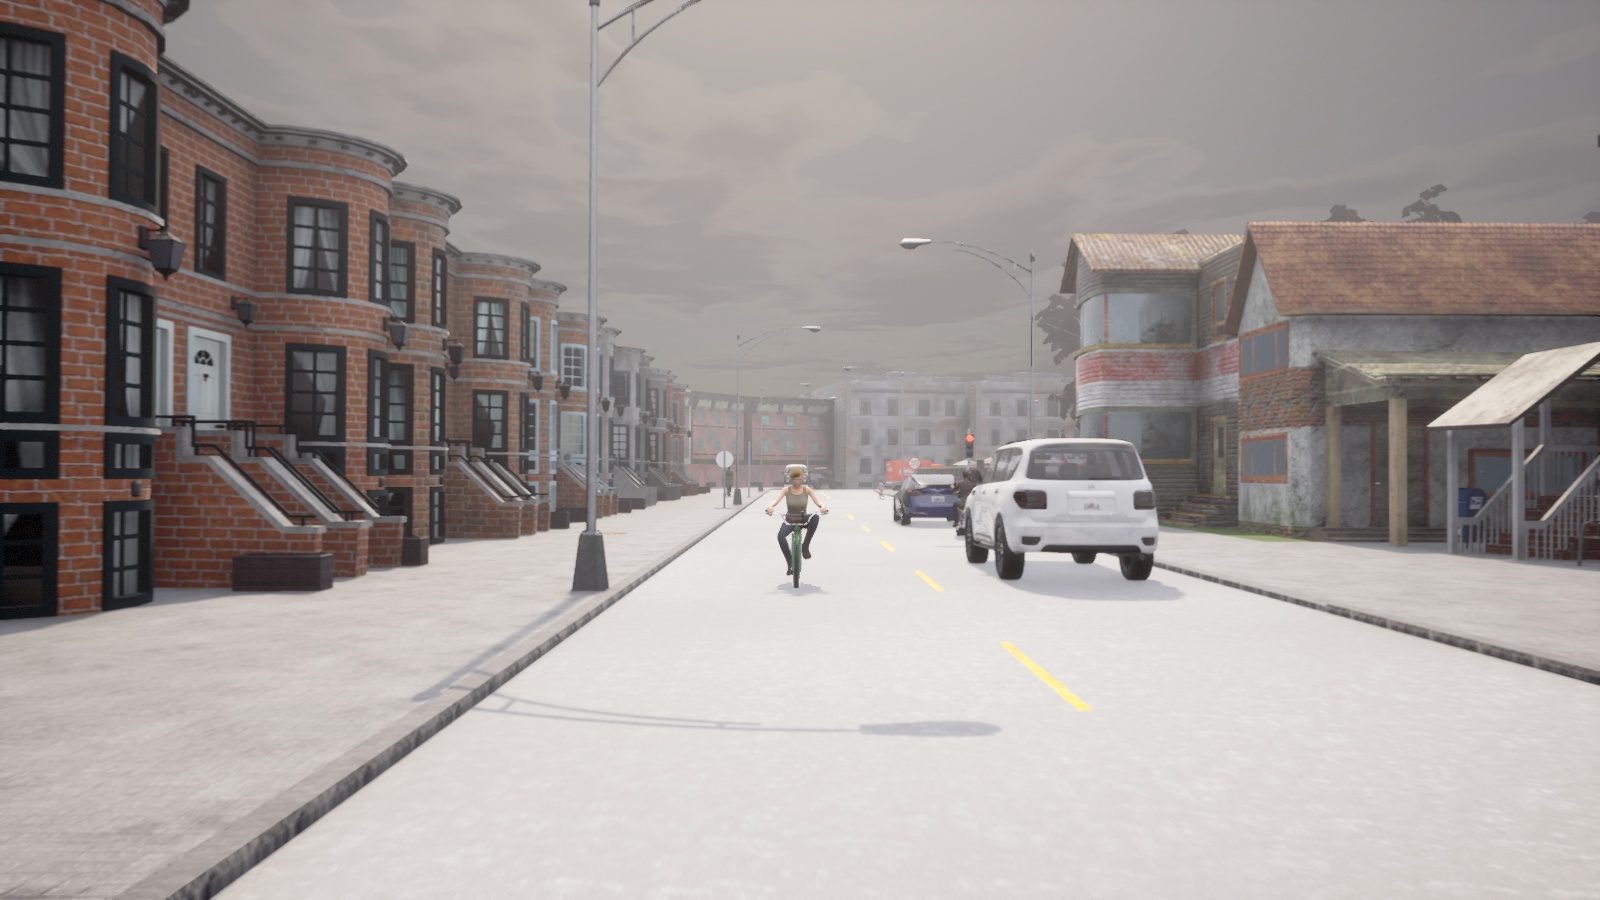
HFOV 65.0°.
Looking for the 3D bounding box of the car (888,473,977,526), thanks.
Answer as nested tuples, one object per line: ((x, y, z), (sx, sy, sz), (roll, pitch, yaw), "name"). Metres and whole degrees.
((3.908, 1.432, 37.845), (2.163, 1.488, 4.792), (0, -1, 0), "car")

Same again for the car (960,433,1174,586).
((3.953, 0.848, 19.718), (2.150, 2.045, 5.566), (0, -1, 0), "car")

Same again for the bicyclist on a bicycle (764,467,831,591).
((-0.035, 1.038, 17.106), (0.866, 1.612, 1.509), (0, -1, 0), "bicyclist on a bicycle")

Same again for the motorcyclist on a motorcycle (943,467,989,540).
((3.930, 1.249, 29.822), (0.766, 1.649, 2.350), (0, -1, 0), "motorcyclist on a motorcycle")

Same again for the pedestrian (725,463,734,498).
((-3.996, 1.729, 71.023), (0.396, 1.930, 0.692), (0, -1, -12), "pedestrian")

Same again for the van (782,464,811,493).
((-0.251, 2.064, 91.119), (2.069, 2.038, 4.480), (0, -1, 0), "van")
